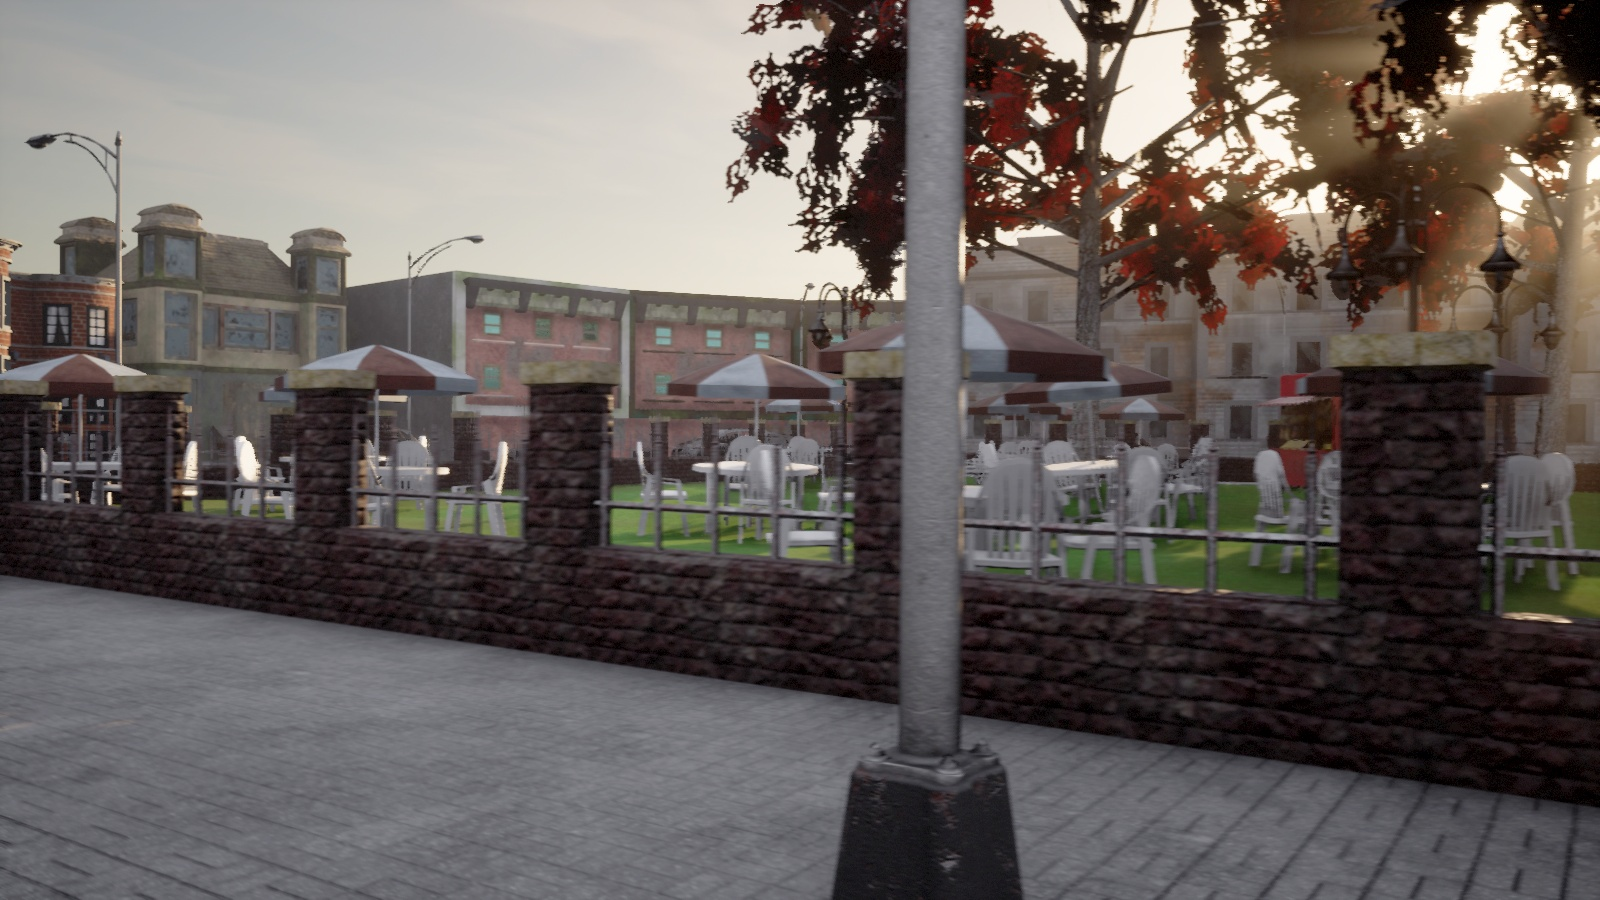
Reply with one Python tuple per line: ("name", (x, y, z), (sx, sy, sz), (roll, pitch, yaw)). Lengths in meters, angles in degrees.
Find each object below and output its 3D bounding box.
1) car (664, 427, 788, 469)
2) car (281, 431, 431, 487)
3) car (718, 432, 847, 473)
("car", (-3.076, -0.108, 52.291), (4.611, 1.667, 2.242), (-1, 1, -31))
("car", (-13.457, 0.229, 38.257), (1.851, 1.617, 3.988), (0, 1, 34))
("car", (-0.648, 0.070, 48.979), (4.792, 1.488, 2.163), (-1, 1, -42))
